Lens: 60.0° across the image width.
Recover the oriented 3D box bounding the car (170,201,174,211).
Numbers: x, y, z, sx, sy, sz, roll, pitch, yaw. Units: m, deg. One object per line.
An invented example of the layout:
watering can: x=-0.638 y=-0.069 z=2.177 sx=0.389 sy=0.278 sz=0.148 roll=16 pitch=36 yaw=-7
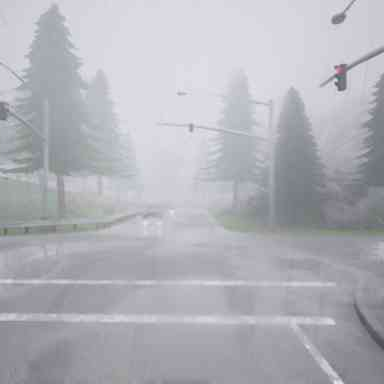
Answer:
car: x=-3.718 y=2.062 z=49.603 sx=1.994 sy=1.385 sz=4.181 roll=0 pitch=-1 yaw=-5

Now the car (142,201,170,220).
car: x=-3.553 y=1.868 z=31.922 sx=2.033 sy=1.411 sz=5.357 roll=0 pitch=-1 yaw=0
